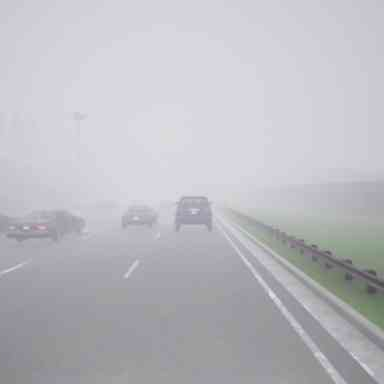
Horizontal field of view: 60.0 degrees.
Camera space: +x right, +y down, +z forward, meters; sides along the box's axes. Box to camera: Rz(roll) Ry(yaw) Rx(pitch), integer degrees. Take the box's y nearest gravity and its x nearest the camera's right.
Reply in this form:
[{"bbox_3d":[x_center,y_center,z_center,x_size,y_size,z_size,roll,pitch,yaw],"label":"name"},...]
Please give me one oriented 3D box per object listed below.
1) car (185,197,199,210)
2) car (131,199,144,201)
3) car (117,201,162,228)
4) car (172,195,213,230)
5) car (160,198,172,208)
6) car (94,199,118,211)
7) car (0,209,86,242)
[{"bbox_3d":[0.040,1.485,44.955,1.837,1.490,4.892,0,0,1],"label":"car"},{"bbox_3d":[-6.990,1.582,42.782,1.895,1.301,4.718,0,0,0],"label":"car"},{"bbox_3d":[-3.403,1.554,22.262,1.994,1.385,4.181,0,0,0],"label":"car"},{"bbox_3d":[0.098,1.212,20.929,2.150,2.045,5.566,0,0,0],"label":"car"},{"bbox_3d":[-3.445,1.544,46.222,1.994,1.385,4.181,0,0,1],"label":"car"},{"bbox_3d":[-10.496,1.530,40.816,2.033,1.411,5.357,0,0,0],"label":"car"},{"bbox_3d":[-6.902,1.541,16.369,2.033,1.411,5.357,0,0,0],"label":"car"}]
